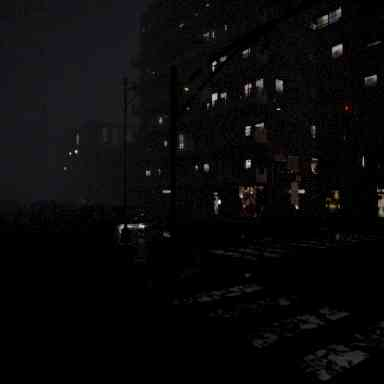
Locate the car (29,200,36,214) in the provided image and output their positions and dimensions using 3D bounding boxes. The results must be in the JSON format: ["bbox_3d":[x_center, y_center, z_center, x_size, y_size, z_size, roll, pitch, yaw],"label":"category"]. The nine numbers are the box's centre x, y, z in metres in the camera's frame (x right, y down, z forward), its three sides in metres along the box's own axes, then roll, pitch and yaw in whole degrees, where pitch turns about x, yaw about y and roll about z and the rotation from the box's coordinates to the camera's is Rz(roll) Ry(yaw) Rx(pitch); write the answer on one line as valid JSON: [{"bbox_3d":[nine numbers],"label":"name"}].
[{"bbox_3d":[-20.309,2.073,44.360,1.967,1.590,4.097,-1,0,-35],"label":"car"}]

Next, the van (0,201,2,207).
[{"bbox_3d":[-39.543,2.412,71.360,1.690,1.788,3.998,-1,0,-35],"label":"van"}]

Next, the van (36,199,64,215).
[{"bbox_3d":[-17.105,1.900,39.860,1.690,1.788,3.998,-1,0,-35],"label":"van"}]

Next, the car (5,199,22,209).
[{"bbox_3d":[-33.131,2.365,62.360,1.967,1.590,4.097,-1,0,-35],"label":"car"}]

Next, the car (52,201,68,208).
[{"bbox_3d":[-26.501,2.462,66.637,1.887,1.381,4.507,-1,0,-35],"label":"car"}]

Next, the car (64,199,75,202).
[{"bbox_3d":[-23.301,2.160,62.140,2.192,1.841,5.009,-1,0,-35],"label":"car"}]

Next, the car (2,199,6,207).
[{"bbox_3d":[-36.334,2.543,66.860,1.887,1.381,4.507,-1,0,-35],"label":"car"}]

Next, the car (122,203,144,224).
[{"bbox_3d":[-5.819,1.879,28.462,1.812,1.442,4.674,0,-1,-35],"label":"car"}]

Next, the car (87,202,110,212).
[{"bbox_3d":[-13.687,2.192,48.649,1.947,1.339,4.313,-1,0,-35],"label":"car"}]

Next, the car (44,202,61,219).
[{"bbox_3d":[-13.896,2.036,35.359,2.008,1.369,4.403,-1,0,-35],"label":"car"}]

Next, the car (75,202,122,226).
[{"bbox_3d":[-7.487,1.777,26.360,1.967,1.590,4.097,-1,0,-35],"label":"car"}]

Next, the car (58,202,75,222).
[{"bbox_3d":[-10.593,1.934,30.721,1.752,1.417,4.829,-1,0,-35],"label":"car"}]

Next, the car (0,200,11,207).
[{"bbox_3d":[-42.647,2.666,75.721,1.752,1.417,4.829,-1,0,-35],"label":"car"}]

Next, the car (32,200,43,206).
[{"bbox_3d":[-39.313,2.774,84.625,1.947,1.339,4.313,-1,0,-35],"label":"car"}]

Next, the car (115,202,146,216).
[{"bbox_3d":[-7.380,2.006,39.793,1.752,1.417,4.829,-1,0,-35],"label":"car"}]
